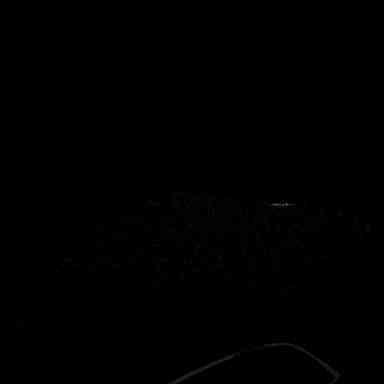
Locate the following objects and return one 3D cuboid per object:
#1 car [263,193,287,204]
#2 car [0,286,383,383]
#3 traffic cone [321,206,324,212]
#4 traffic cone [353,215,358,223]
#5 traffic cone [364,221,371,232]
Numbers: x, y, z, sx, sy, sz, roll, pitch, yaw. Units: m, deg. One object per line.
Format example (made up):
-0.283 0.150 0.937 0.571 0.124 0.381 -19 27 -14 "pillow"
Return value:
12.132 0.886 48.946 1.837 1.490 4.892 0 1 -12 "car"
-0.692 1.502 1.734 4.892 1.490 1.837 -2 1 -39 "car"
12.569 1.659 32.007 0.340 0.580 0.340 0 1 1 "traffic cone"
11.248 1.836 22.808 0.340 0.580 0.340 0 1 15 "traffic cone"
9.731 1.915 18.409 0.340 0.580 0.340 0 1 23 "traffic cone"
